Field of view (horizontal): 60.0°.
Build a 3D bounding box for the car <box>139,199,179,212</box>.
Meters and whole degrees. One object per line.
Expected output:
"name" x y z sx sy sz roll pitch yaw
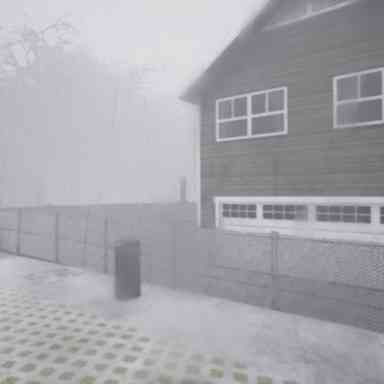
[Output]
"car" -3.252 1.525 35.409 4.892 1.490 1.837 0 0 -31
